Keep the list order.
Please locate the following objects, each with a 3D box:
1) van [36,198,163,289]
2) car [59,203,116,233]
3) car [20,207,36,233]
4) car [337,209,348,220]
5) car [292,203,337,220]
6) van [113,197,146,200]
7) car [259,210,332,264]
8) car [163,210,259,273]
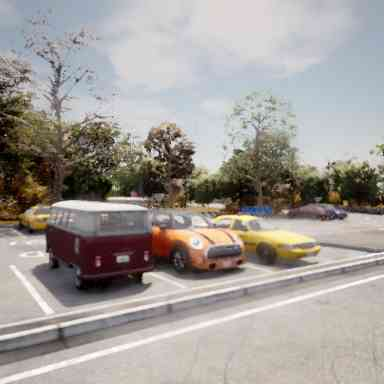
[{"bbox_3d":[-2.838,1.271,9.383,1.878,1.987,4.442,1,0,-36],"label":"van"},{"bbox_3d":[-6.939,1.546,21.625,1.946,1.575,5.366,1,-1,-36],"label":"car"},{"bbox_3d":[-9.101,1.509,20.074,1.946,1.575,5.366,1,0,-36],"label":"car"},{"bbox_3d":[14.896,2.129,37.084,2.185,1.767,4.553,2,-1,-35],"label":"car"},{"bbox_3d":[12.344,2.190,35.197,2.002,1.452,4.674,2,-1,-36],"label":"car"},{"bbox_3d":[-4.490,1.369,23.010,1.878,1.987,4.442,1,-1,-36],"label":"van"},{"bbox_3d":[2.172,1.579,12.608,1.946,1.575,5.366,1,-1,-36],"label":"car"},{"bbox_3d":[-0.322,1.409,11.083,2.185,1.767,4.553,1,-1,-36],"label":"car"}]
